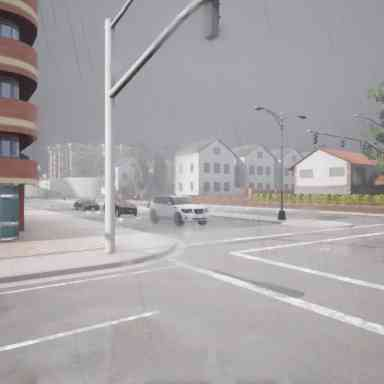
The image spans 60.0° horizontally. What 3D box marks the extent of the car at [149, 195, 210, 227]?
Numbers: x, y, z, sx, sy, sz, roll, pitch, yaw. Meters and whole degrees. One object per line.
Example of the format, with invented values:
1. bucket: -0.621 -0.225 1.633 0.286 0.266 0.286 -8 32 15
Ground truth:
1. car: -1.053 1.221 23.514 2.150 2.045 5.566 0 0 -35

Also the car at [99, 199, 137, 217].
1. car: -6.959 1.476 32.054 1.882 1.535 5.008 0 0 -34

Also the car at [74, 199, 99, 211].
1. car: -13.002 1.547 40.815 2.033 1.411 5.357 0 0 -35
